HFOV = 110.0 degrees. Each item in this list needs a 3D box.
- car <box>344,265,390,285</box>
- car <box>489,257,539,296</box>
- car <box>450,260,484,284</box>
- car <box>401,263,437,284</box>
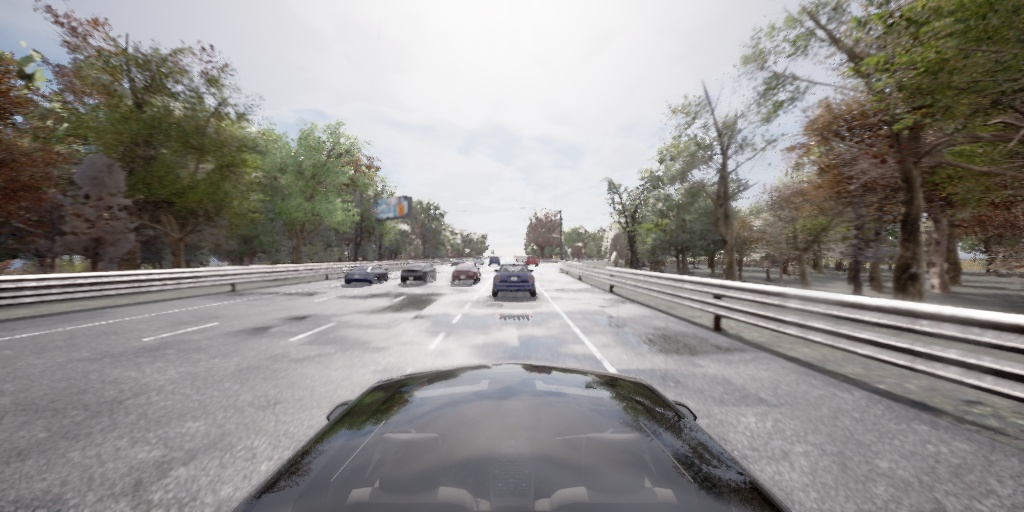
[{"bbox_3d":[-10.410,1.320,26.031,1.994,1.385,4.181,0,0,0],"label":"car"},{"bbox_3d":[0.109,1.108,19.297,2.097,1.767,4.553,0,0,0],"label":"car"},{"bbox_3d":[-3.410,1.282,27.150,1.812,1.442,4.674,0,0,0],"label":"car"},{"bbox_3d":[-6.911,1.262,26.966,1.837,1.490,4.892,0,0,0],"label":"car"}]
